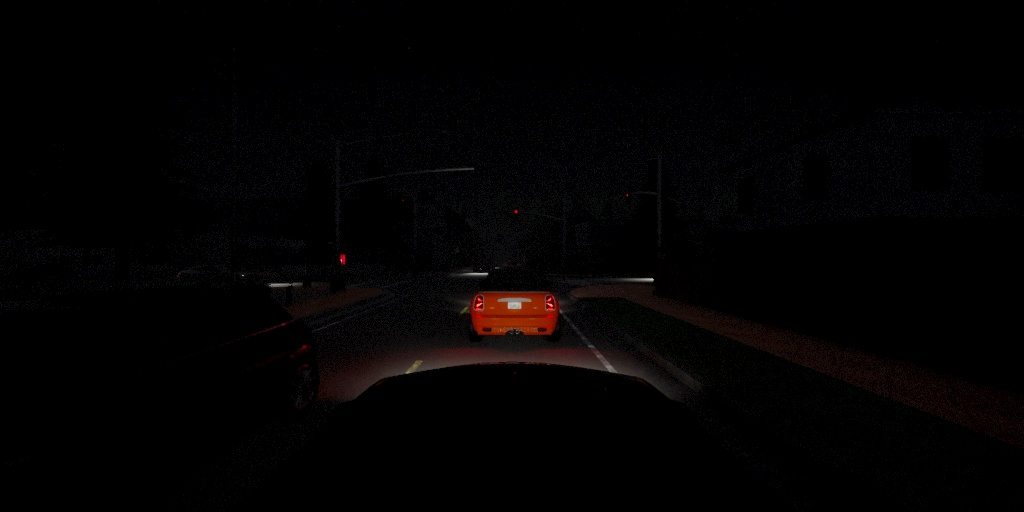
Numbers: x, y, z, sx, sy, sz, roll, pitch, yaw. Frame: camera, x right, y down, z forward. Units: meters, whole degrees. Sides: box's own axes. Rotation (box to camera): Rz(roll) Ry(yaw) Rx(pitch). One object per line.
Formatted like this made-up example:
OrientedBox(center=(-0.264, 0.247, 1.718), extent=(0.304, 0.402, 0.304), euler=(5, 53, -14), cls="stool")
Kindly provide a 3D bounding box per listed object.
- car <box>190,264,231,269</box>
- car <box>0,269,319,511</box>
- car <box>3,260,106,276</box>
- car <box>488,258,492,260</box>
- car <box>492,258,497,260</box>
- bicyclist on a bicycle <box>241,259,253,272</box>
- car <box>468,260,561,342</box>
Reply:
OrientedBox(center=(-20.012, 1.291, 24.456), extent=(4.674, 1.442, 1.812), euler=(0, 0, -2), cls="car")
OrientedBox(center=(-3.599, 1.102, 2.825), extent=(2.097, 1.767, 4.553), euler=(0, 0, 0), cls="car")
OrientedBox(center=(-30.191, 1.243, 24.139), extent=(5.008, 1.535, 1.882), euler=(0, 0, -1), cls="car")
OrientedBox(center=(-3.623, 1.314, 43.753), extent=(1.994, 1.385, 4.181), euler=(0, 0, 0), cls="car")
OrientedBox(center=(-3.624, 1.314, 54.250), extent=(1.994, 1.385, 4.181), euler=(0, 0, 0), cls="car")
OrientedBox(center=(-23.577, 1.066, 31.814), extent=(0.582, 1.620, 1.656), euler=(0, 0, -2), cls="bicyclist on a bicycle")
OrientedBox(center=(0.066, 1.102, 9.970), extent=(2.097, 1.767, 4.553), euler=(0, 0, 0), cls="car")
